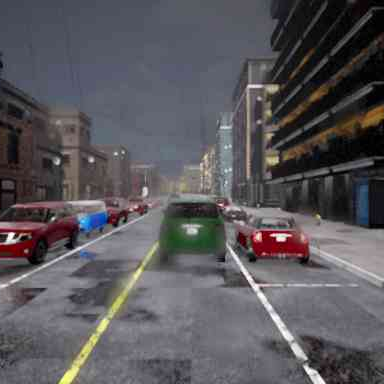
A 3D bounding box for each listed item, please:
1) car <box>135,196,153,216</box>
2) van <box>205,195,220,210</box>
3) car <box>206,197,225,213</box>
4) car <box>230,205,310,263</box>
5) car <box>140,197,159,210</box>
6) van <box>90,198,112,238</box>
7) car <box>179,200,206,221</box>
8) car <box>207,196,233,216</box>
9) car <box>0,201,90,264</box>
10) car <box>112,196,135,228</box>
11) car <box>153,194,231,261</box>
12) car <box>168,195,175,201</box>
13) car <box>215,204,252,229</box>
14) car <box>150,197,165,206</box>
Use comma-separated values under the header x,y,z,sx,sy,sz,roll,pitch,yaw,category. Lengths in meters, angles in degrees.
x,y,z,sx,sy,sz,roll,pitch,yaw,category
-5.663,1.348,33.679,2.192,1.841,5.009,1,0,0,car
2.719,1.383,44.484,1.690,1.788,3.998,1,0,0,van
2.715,1.477,39.077,1.967,1.590,4.097,1,0,0,car
2.709,1.452,12.041,1.967,1.590,4.097,1,0,0,car
-5.663,1.483,44.494,1.967,1.590,4.097,1,0,0,car
-5.668,1.360,17.457,1.690,1.788,3.998,1,0,0,van
0.049,1.520,28.483,2.128,1.511,4.902,0,0,1,car
2.717,1.347,33.670,2.192,1.841,5.009,1,0,0,car
-5.668,1.328,12.050,2.192,1.841,5.009,1,0,0,car
-5.665,1.339,22.865,2.192,1.841,5.009,1,0,0,car
0.033,1.236,12.394,2.150,2.045,5.566,0,0,1,car
-5.729,1.627,93.263,1.887,1.381,4.507,1,0,0,car
2.710,1.574,22.855,2.008,1.369,4.403,1,0,0,car
-5.663,1.603,55.307,2.008,1.369,4.403,1,0,0,car
